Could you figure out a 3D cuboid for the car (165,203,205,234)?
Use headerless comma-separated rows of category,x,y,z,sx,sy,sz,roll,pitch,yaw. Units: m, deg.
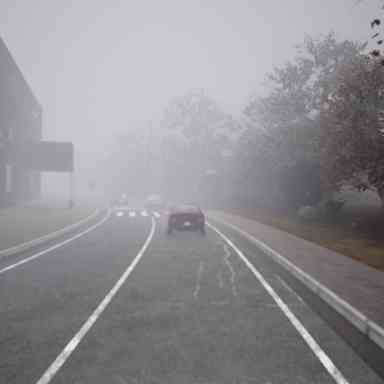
car,-0.422,1.341,18.385,1.882,1.535,5.008,0,1,-4

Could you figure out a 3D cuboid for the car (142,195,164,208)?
car,-4.490,1.055,39.128,1.812,1.442,4.674,1,1,-17

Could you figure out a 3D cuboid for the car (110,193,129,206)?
car,-8.969,0.891,40.980,2.128,1.511,4.902,1,1,-20
